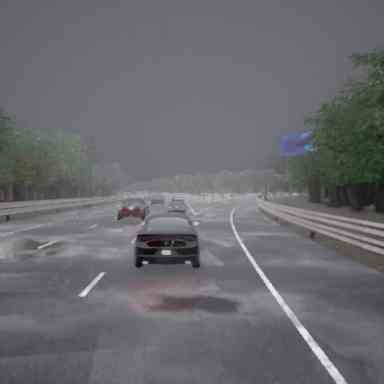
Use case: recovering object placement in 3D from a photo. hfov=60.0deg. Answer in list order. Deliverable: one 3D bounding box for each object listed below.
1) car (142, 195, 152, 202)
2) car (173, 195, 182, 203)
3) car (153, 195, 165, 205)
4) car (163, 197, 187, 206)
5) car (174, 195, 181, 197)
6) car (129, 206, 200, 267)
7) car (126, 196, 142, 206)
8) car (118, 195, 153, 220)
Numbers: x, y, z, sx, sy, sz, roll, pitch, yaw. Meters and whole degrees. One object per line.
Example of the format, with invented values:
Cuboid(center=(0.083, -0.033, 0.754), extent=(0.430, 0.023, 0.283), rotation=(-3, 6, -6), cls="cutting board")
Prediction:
Cuboid(center=(-10.884, 1.530, 80.470), extent=(2.128, 1.511, 4.902), rotation=(0, 0, -5), cls="car")
Cuboid(center=(-3.181, 1.466, 70.997), extent=(1.882, 1.535, 5.008), rotation=(0, 0, -4), cls="car")
Cuboid(center=(-5.810, 1.302, 57.365), extent=(2.097, 1.767, 4.553), rotation=(0, 0, -3), cls="car")
Cuboid(center=(-1.487, 1.502, 33.272), extent=(2.033, 1.411, 5.357), rotation=(0, 0, -2), cls="car")
Cuboid(center=(-2.092, 1.483, 50.423), extent=(1.812, 1.442, 4.674), rotation=(0, 0, -2), cls="car")
Cuboid(center=(-0.764, 1.468, 11.385), extent=(1.882, 1.535, 5.008), rotation=(0, 0, -2), cls="car")
Cuboid(center=(-9.090, 1.413, 52.874), extent=(1.882, 1.535, 5.008), rotation=(0, 0, -3), cls="car")
Cuboid(center=(-4.701, 1.308, 27.414), extent=(2.097, 1.767, 4.553), rotation=(0, 0, -2), cls="car")
